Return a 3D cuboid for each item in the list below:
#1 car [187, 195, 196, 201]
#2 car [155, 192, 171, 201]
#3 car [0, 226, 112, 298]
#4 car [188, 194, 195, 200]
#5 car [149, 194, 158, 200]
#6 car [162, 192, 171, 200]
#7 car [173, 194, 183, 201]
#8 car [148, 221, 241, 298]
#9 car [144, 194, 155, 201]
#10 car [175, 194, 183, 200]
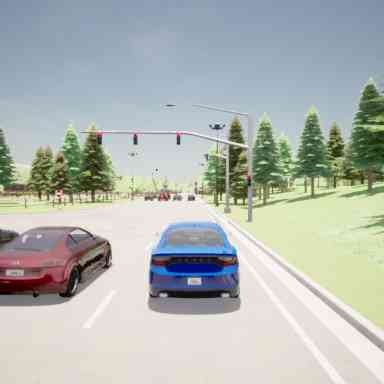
[{"bbox_3d":[-0.140,1.469,82.453,1.882,1.535,5.008,0,0,0],"label":"car"},{"bbox_3d":[-7.141,1.217,82.471,2.150,2.045,5.566,0,0,0],"label":"car"},{"bbox_3d":[-3.451,1.564,8.578,1.994,1.385,4.181,0,0,1],"label":"car"},{"bbox_3d":[-0.158,1.385,92.873,1.994,1.385,4.181,0,0,0],"label":"car"},{"bbox_3d":[-10.658,1.332,92.855,1.837,1.490,4.892,0,0,0],"label":"car"},{"bbox_3d":[-7.158,1.057,92.891,2.150,2.045,5.566,0,0,0],"label":"car"},{"bbox_3d":[-3.641,1.346,82.800,2.097,1.767,4.553,0,0,0],"label":"car"},{"bbox_3d":[0.055,1.478,8.550,1.882,1.535,5.008,0,0,0],"label":"car"},{"bbox_3d":[-10.640,1.491,82.435,1.837,1.490,4.892,0,0,0],"label":"car"},{"bbox_3d":[-3.658,1.385,92.867,1.994,1.385,4.181,0,0,0],"label":"car"}]
